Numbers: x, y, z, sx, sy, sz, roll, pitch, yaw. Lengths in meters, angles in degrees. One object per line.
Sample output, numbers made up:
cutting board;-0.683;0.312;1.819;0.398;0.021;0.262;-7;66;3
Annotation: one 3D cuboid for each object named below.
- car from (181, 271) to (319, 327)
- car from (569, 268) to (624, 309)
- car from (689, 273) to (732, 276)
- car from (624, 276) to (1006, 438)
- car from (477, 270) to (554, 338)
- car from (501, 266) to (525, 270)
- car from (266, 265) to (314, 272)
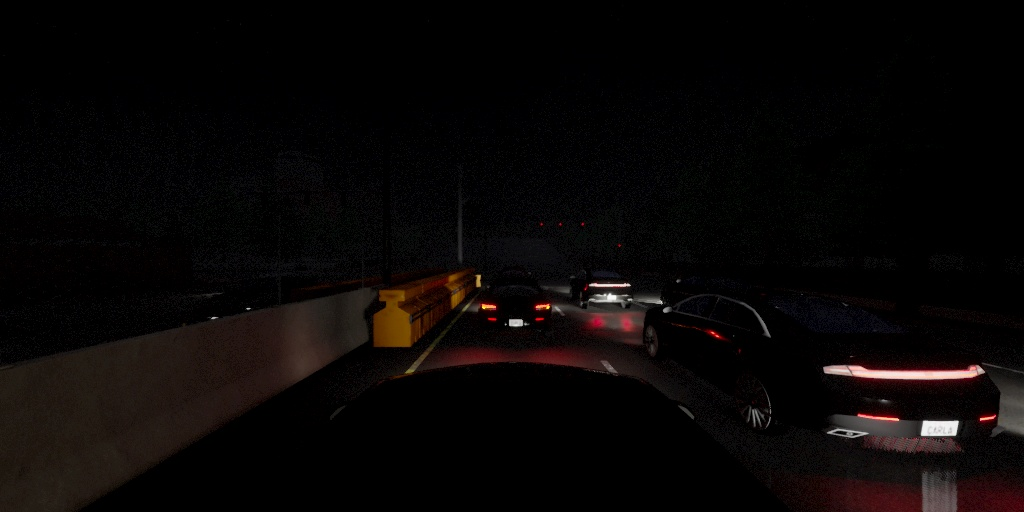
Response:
car;-7.104;1.314;10.512;1.994;1.385;4.181;0;0;0
car;3.560;1.242;14.972;2.128;1.511;4.902;0;0;2
car;7.079;1.314;12.960;1.994;1.385;4.181;0;0;0
car;3.596;1.242;5.452;2.128;1.511;4.902;0;0;0
car;0.078;1.276;10.037;1.812;1.442;4.674;0;0;0
car;0.061;1.276;19.102;1.812;1.442;4.674;0;0;0
car;-14.049;1.279;22.413;1.812;1.442;4.674;0;0;0
